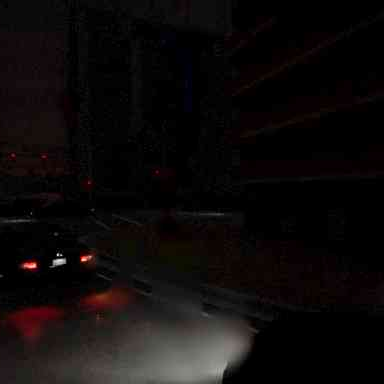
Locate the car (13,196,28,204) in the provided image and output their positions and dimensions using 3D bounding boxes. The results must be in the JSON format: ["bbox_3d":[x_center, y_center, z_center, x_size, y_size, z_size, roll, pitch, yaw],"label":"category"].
[{"bbox_3d":[-32.876,1.504,63.833,2.128,1.511,4.902,0,0,-23],"label":"car"}]

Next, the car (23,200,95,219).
[{"bbox_3d":[-11.034,1.581,28.243,5.357,1.411,2.033,0,0,-35],"label":"car"}]

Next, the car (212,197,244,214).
[{"bbox_3d":[5.075,1.560,35.904,4.892,1.490,1.837,0,0,-22],"label":"car"}]

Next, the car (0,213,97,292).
[{"bbox_3d":[-4.408,1.547,9.102,2.033,1.411,5.357,0,0,-38],"label":"car"}]

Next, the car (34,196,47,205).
[{"bbox_3d":[-28.356,1.547,62.210,2.033,1.411,5.357,0,0,-23],"label":"car"}]

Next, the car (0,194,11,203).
[{"bbox_3d":[-38.944,1.355,69.056,2.097,1.767,4.553,0,0,-23],"label":"car"}]

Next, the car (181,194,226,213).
[{"bbox_3d":[1.496,1.276,38.213,5.566,2.045,2.150,0,0,-22],"label":"car"}]

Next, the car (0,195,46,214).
[{"bbox_3d":[-15.948,1.403,31.015,4.553,1.767,2.097,0,0,-22],"label":"car"}]

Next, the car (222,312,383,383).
[{"bbox_3d":[2.800,1.547,2.071,5.357,1.411,2.033,0,0,35],"label":"car"}]
